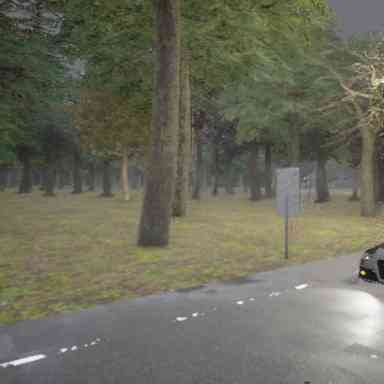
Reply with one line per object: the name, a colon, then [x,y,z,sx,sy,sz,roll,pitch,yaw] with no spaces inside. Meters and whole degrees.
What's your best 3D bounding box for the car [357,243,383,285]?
car: [5.979,1.554,8.269,4.181,1.385,1.994,0,0,-36]
